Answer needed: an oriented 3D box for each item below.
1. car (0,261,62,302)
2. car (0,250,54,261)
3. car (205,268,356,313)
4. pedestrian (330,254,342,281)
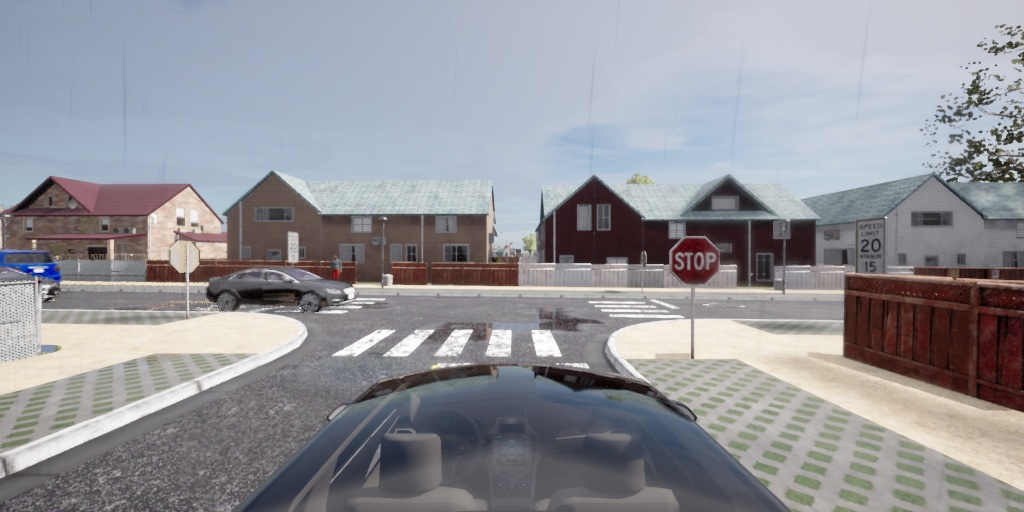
[{"bbox_3d":[-19.909,1.057,13.325,4.902,1.511,2.128,0,0,1],"label":"car"},{"bbox_3d":[-24.244,0.736,16.395,5.566,2.045,2.150,1,0,1],"label":"car"},{"bbox_3d":[-8.279,1.173,13.048,4.902,1.511,2.128,1,0,1],"label":"car"},{"bbox_3d":[-9.329,0.803,18.935,0.375,1.860,0.375,0,0,1],"label":"pedestrian"}]
